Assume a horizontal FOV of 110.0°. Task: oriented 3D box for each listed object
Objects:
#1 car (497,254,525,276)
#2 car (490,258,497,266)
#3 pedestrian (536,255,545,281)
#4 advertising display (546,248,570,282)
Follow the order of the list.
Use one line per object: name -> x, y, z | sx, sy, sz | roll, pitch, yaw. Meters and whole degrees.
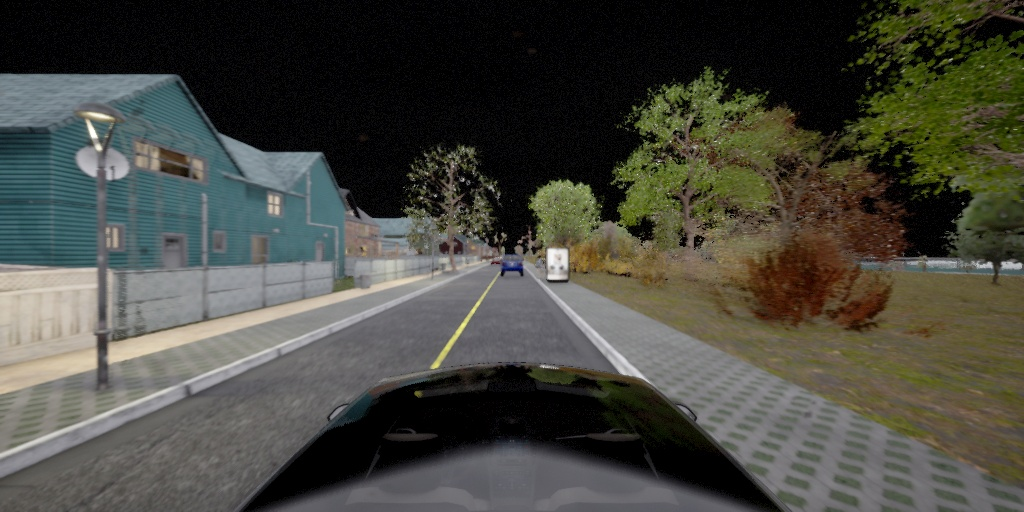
car -> 0.024, 0.822, 34.494 | 2.150, 2.045, 5.566 | 0, 0, 0
car -> -2.772, 1.076, 62.576 | 1.895, 1.301, 4.718 | 0, 0, 1
pedestrian -> 1.944, 0.781, 24.900 | 0.375, 1.860, 0.375 | 0, 0, -6
advertising display -> 3.009, 0.674, 23.745 | 1.540, 2.440, 0.280 | 0, 0, 0
